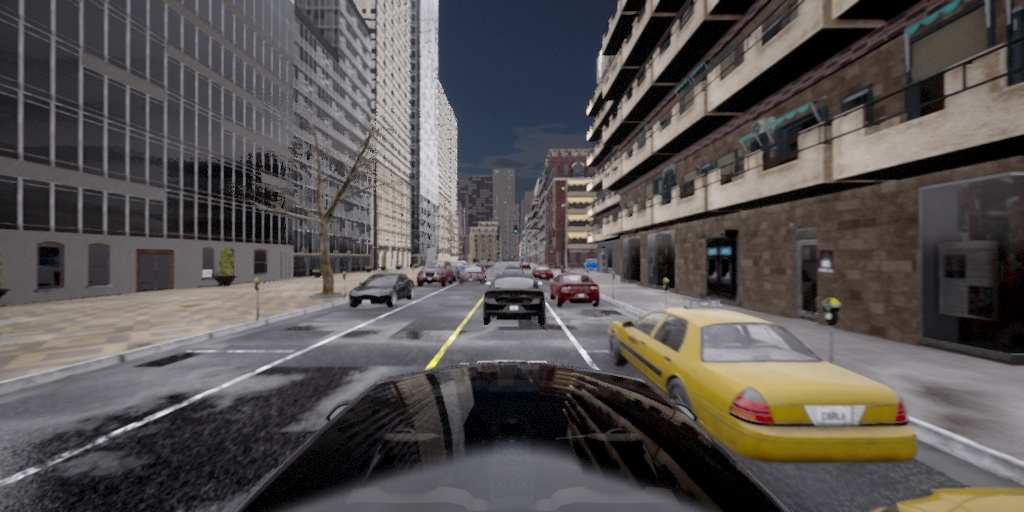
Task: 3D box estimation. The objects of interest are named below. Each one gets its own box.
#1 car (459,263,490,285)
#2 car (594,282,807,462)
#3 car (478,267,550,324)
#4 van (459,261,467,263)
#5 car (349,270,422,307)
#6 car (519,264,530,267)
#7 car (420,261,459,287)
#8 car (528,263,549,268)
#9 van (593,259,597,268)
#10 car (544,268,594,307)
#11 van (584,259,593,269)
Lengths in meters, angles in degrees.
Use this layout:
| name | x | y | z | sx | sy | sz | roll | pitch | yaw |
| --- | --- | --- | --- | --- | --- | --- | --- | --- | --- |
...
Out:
| name | x | y | z | sx | sy | sz | roll | pitch | yaw |
| --- | --- | --- | --- | --- | --- | --- | --- | --- | --- |
| car | -3.072 | 1.512 | 29.044 | 1.812 | 1.442 | 4.674 | 0 | -1 | 0 |
| car | 2.690 | 1.305 | 5.290 | 1.751 | 1.417 | 4.829 | 0 | 0 | 0 |
| car | 0.079 | 1.320 | 12.506 | 1.882 | 1.535 | 5.008 | 0 | 0 | 0 |
| van | -5.666 | 1.411 | 38.262 | 1.690 | 1.789 | 3.998 | 0 | 0 | 0 |
| car | -5.682 | 1.440 | 16.172 | 1.948 | 1.339 | 4.313 | 0 | 0 | 0 |
| car | 0.084 | 1.515 | 26.891 | 2.033 | 1.411 | 5.357 | 0 | 0 | 1 |
| car | -5.675 | 1.285 | 27.217 | 2.192 | 1.841 | 5.009 | 0 | 0 | 0 |
| car | 2.710 | 1.565 | 32.732 | 1.888 | 1.381 | 4.507 | 0 | 0 | 0 |
| van | 13.776 | 1.329 | 49.830 | 3.998 | 1.789 | 1.690 | 0 | 0 | 0 |
| car | 2.698 | 1.419 | 16.165 | 1.888 | 1.381 | 4.507 | 0 | 0 | 0 |
| van | 13.761 | 1.366 | 58.211 | 3.998 | 1.789 | 1.690 | 0 | 0 | 0 |
